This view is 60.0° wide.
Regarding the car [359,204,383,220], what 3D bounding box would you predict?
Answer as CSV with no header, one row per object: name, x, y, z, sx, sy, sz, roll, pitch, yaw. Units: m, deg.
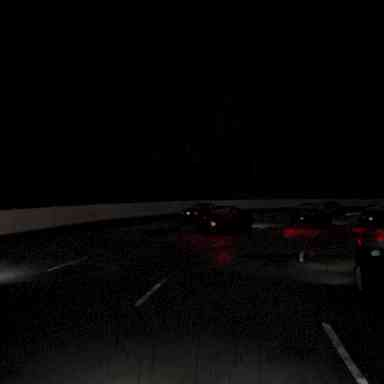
car,13.607,1.630,24.216,1.812,1.442,4.674,0,0,41

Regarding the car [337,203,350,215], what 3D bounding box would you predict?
car,14.076,1.663,34.197,5.357,1.411,2.033,0,0,-38

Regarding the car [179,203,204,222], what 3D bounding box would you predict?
car,1.128,1.577,25.622,2.033,1.411,5.357,0,0,34

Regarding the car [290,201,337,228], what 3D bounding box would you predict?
car,8.459,1.549,23.360,1.882,1.535,5.008,0,0,35

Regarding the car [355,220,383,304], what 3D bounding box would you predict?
car,4.368,1.509,5.635,1.882,1.535,5.008,0,0,9

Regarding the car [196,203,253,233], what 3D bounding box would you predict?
car,2.223,1.557,20.068,1.812,1.442,4.674,0,0,28
